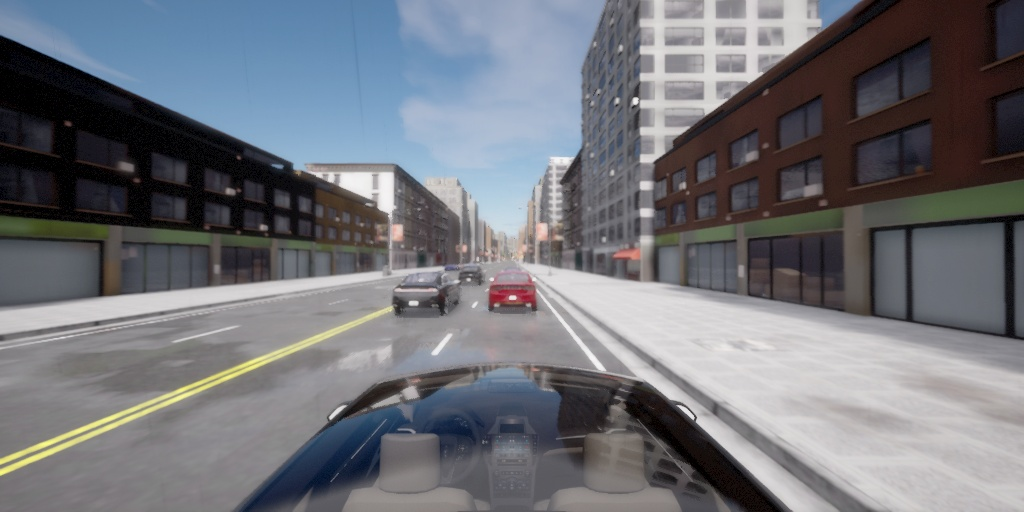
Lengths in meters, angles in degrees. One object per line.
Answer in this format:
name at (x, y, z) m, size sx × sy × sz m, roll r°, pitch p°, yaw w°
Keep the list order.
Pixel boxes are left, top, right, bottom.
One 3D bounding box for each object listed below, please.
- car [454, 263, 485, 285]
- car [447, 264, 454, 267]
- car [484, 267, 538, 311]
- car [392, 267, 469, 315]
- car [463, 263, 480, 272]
car at (-3.215, 1.537, 29.244) m, size 1.837 × 1.490 × 4.892 m, roll 0°, pitch 0°, yaw 1°
car at (-9.818, 1.944, 58.574) m, size 1.895 × 1.301 × 4.718 m, roll 0°, pitch -1°, yaw 1°
car at (0.048, 1.366, 15.379) m, size 1.882 × 1.535 × 5.008 m, roll 0°, pitch 0°, yaw 0°
car at (-3.211, 1.368, 14.215) m, size 2.128 × 1.511 × 4.902 m, roll 0°, pitch -1°, yaw 0°
car at (-6.568, 1.891, 58.595) m, size 2.033 × 1.411 × 5.357 m, roll 0°, pitch -1°, yaw 1°
